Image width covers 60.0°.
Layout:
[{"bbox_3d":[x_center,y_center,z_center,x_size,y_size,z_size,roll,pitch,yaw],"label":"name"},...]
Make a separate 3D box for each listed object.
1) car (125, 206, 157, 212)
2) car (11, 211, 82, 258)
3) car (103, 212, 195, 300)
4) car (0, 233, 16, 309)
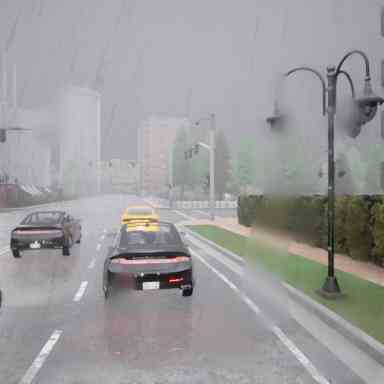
[{"bbox_3d":[-2.817,1.478,17.794,1.882,1.535,5.008,0,0,-10],"label":"car"},{"bbox_3d":[-5.450,1.491,12.904,2.128,1.511,4.902,0,0,-12],"label":"car"},{"bbox_3d":[-1.125,1.492,8.451,2.128,1.511,4.902,0,0,-9],"label":"car"},{"bbox_3d":[-3.972,1.526,3.761,1.812,1.442,4.674,0,0,-6],"label":"car"}]
